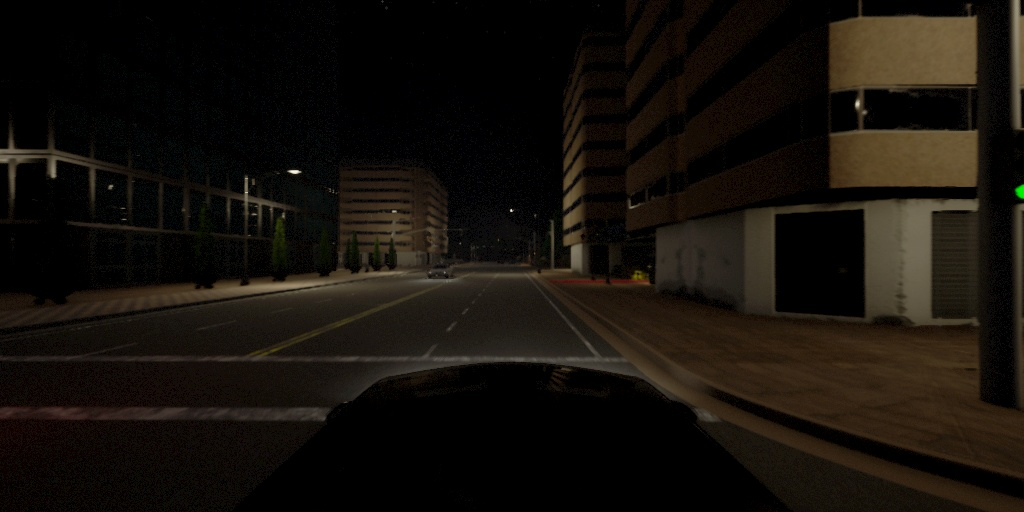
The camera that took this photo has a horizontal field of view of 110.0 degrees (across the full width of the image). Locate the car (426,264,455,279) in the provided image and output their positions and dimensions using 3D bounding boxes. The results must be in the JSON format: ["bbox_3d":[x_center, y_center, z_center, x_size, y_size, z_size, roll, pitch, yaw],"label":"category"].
[{"bbox_3d":[-7.004,1.488,35.657,1.812,1.442,4.674,0,1,0],"label":"car"}]
